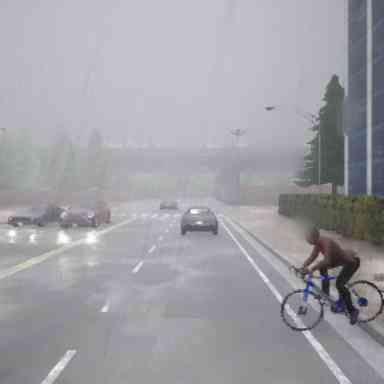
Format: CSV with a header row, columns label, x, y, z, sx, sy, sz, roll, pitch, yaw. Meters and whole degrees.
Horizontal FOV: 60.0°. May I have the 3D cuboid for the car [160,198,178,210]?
label,x,y,z,sx,sy,sz,roll,pitch,yaw
car,-2.721,1.447,40.025,1.994,1.385,4.181,0,0,1

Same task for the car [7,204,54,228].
label,x,y,z,sx,sy,sz,roll,pitch,yaw
car,-10.138,1.510,22.398,2.033,1.411,5.357,0,0,1

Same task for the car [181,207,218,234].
label,x,y,z,sx,sy,sz,roll,pitch,yaw
car,0.412,1.532,18.955,1.994,1.385,4.181,0,0,1

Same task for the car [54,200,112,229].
label,x,y,z,sx,sy,sz,roll,pitch,yaw
car,-6.668,1.315,21.329,2.097,1.767,4.553,0,0,1

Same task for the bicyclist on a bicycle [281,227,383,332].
label,x,y,z,sx,sy,sz,roll,pitch,yaw
bicyclist on a bicycle,2.169,1.365,5.299,1.656,1.620,0.582,-8,0,1
